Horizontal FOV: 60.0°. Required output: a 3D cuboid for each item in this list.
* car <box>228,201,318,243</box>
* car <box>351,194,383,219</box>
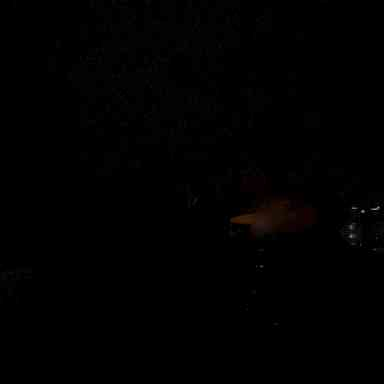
[{"bbox_3d":[3.642,1.172,14.546,5.008,1.535,1.882,-2,1,-44],"label":"car"},{"bbox_3d":[12.582,0.948,22.639,4.892,1.490,1.837,-1,1,-42],"label":"car"}]
